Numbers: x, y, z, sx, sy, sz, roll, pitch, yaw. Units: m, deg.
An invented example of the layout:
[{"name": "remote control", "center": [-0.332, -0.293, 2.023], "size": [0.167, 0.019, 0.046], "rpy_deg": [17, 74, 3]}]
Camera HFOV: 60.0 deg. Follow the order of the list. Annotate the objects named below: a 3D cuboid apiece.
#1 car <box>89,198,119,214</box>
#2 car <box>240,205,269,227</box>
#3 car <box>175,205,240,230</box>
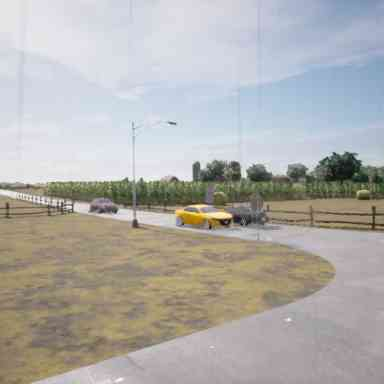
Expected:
[{"name": "car", "center": [-10.147, 1.555, 38.227], "size": [2.097, 1.767, 4.553], "rpy_deg": [-1, 1, -35]}, {"name": "car", "center": [3.438, 1.657, 23.810], "size": [1.812, 1.442, 4.674], "rpy_deg": [-1, 0, -34]}, {"name": "car", "center": [0.718, 1.658, 22.948], "size": [1.882, 1.535, 5.008], "rpy_deg": [-1, 0, -35]}]
